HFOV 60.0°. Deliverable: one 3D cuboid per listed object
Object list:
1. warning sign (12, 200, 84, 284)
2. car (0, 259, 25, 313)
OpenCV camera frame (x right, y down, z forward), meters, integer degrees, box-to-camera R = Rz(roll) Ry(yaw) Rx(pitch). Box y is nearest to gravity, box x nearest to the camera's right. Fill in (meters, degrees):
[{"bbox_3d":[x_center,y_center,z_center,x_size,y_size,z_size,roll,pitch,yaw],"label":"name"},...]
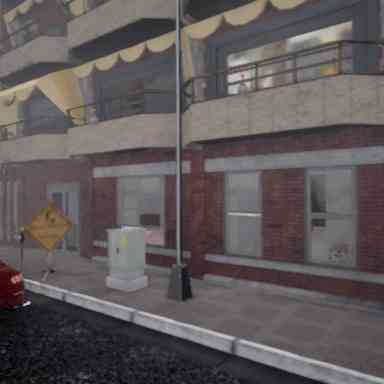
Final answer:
[{"bbox_3d":[-3.587,1.156,8.355,1.060,1.860,1.300,0,0,36],"label":"warning sign"},{"bbox_3d":[-4.842,1.622,6.396,4.206,1.307,1.802,0,0,36],"label":"car"}]
